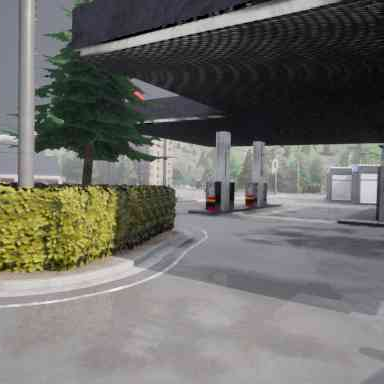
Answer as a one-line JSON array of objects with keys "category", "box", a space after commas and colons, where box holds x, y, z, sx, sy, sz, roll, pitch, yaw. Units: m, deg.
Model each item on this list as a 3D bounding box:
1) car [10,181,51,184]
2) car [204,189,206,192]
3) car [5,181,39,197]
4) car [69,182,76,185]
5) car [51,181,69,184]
[{"category": "car", "box": [-17.228, -0.176, 35.202, 3.866, 1.878, 1.905, 2, 2, 35]}, {"category": "car", "box": [4.886, -0.326, 65.595, 5.027, 1.636, 2.152, 2, 2, 35]}, {"category": "car", "box": [-21.761, -0.462, 42.419, 4.605, 1.855, 1.932, 2, 2, 35]}, {"category": "car", "box": [-25.440, -1.281, 68.058, 4.605, 1.855, 1.932, 2, 2, 35]}, {"category": "car", "box": [-26.778, -1.255, 65.446, 3.866, 1.878, 1.905, 2, 2, 35]}]
